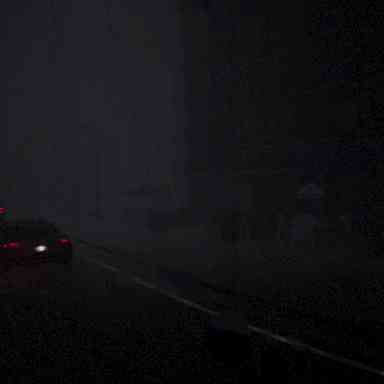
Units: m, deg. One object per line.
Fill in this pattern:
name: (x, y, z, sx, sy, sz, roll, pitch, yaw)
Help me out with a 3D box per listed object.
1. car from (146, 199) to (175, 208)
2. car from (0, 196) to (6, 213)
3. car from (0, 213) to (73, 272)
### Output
car: (-4.617, 1.708, 48.765, 4.181, 1.385, 1.994, 0, 0, -37)
car: (-13.742, 1.273, 21.957, 2.150, 2.045, 5.566, 0, 0, -37)
car: (-5.505, 1.588, 11.113, 1.994, 1.385, 4.181, 0, 0, -37)
